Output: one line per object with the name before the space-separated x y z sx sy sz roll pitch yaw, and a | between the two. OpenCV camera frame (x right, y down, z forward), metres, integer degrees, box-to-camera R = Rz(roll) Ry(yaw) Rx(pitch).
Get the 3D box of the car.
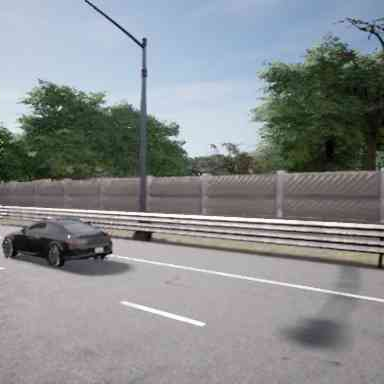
car | -4.742 1.633 11.648 4.674 1.442 1.812 0 -1 36
